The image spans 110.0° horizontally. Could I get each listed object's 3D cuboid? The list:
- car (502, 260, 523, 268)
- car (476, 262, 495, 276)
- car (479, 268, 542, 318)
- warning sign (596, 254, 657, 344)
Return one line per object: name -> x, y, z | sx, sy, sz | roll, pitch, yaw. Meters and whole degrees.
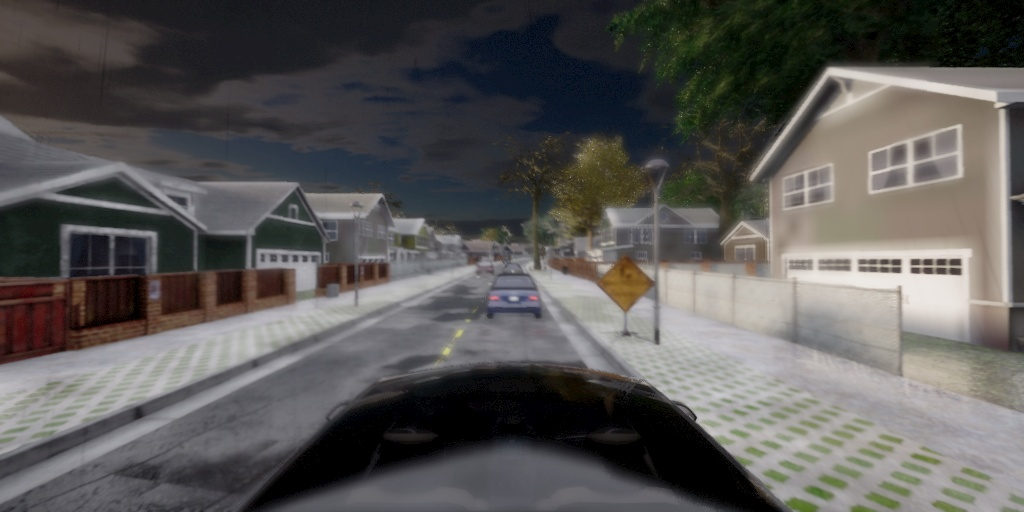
car -> 0.095, 1.395, 34.048 | 1.994, 1.385, 4.181 | 0, 0, 0
car -> -2.827, 1.360, 38.896 | 1.812, 1.442, 4.674 | 0, 0, 0
car -> 0.084, 1.340, 13.233 | 2.033, 1.411, 5.357 | 0, 0, 0
warning sign -> 2.518, 0.891, 7.909 | 1.300, 1.860, 1.060 | 0, 0, 0
